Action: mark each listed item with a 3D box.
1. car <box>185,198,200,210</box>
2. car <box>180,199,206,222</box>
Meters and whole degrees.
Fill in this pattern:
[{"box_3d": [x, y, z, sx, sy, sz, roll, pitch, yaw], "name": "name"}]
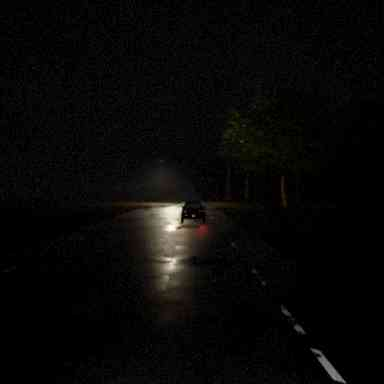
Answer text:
[{"box_3d": [0.085, 1.504, 43.037, 1.895, 1.301, 4.718, 0, 0, 0], "name": "car"}, {"box_3d": [0.093, 1.486, 25.708, 1.812, 1.442, 4.674, 0, 0, 0], "name": "car"}]
